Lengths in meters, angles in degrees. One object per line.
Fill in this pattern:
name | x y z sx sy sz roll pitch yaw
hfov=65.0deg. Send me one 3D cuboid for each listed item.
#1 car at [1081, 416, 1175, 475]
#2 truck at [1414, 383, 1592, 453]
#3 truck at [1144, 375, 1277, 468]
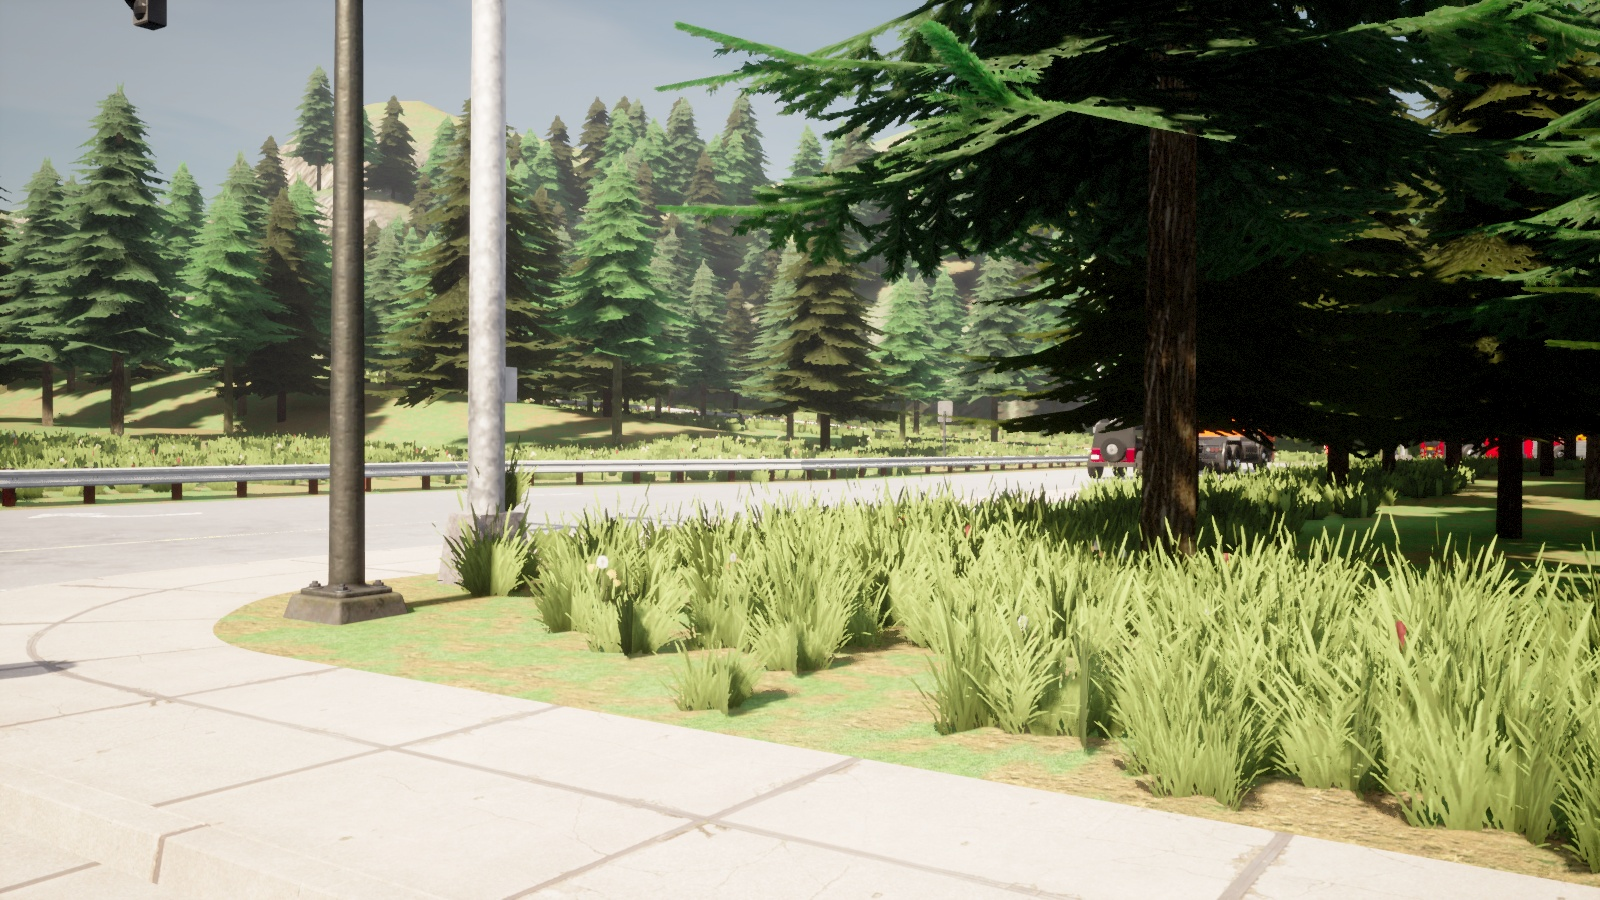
car | 11.144 -0.181 42.538 1.905 1.878 3.866 0 1 34
truck | 39.904 -1.797 71.496 8.468 3.827 2.891 0 1 2
truck | 16.632 -1.117 50.478 2.891 3.462 7.936 0 1 35
